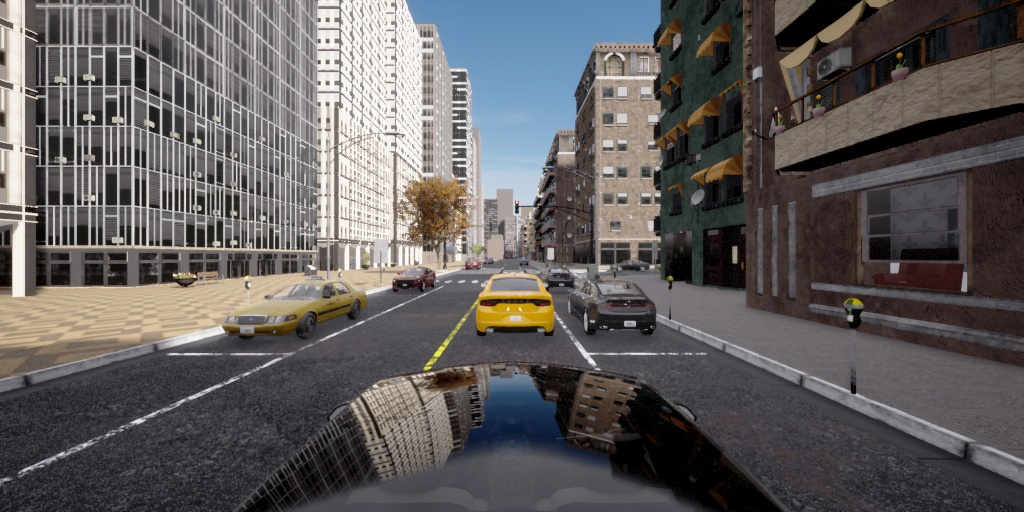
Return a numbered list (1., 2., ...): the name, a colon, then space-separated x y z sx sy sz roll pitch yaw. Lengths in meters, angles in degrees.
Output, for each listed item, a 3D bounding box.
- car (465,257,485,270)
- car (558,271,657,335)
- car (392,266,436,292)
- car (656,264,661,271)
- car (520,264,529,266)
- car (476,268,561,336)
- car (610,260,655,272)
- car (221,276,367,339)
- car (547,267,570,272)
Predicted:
1. car: -5.784 1.099 53.755 2.192 1.841 5.009 0 0 0
2. car: 2.674 1.301 10.316 2.007 1.370 4.403 0 0 0
3. car: -5.726 1.300 21.367 1.888 1.381 4.507 0 0 0
4. car: 18.763 1.006 40.881 4.829 1.417 1.751 0 0 -1
5. car: 0.066 1.355 20.689 1.895 1.301 4.718 0 0 0
6. car: 0.073 1.228 10.410 1.882 1.535 5.008 0 0 0
7. car: 13.366 1.109 40.817 4.403 1.370 2.007 0 0 -1
8. car: -5.706 1.276 10.132 1.751 1.417 4.829 0 0 0
9. car: 2.654 1.305 21.382 2.007 1.370 4.403 0 0 0
